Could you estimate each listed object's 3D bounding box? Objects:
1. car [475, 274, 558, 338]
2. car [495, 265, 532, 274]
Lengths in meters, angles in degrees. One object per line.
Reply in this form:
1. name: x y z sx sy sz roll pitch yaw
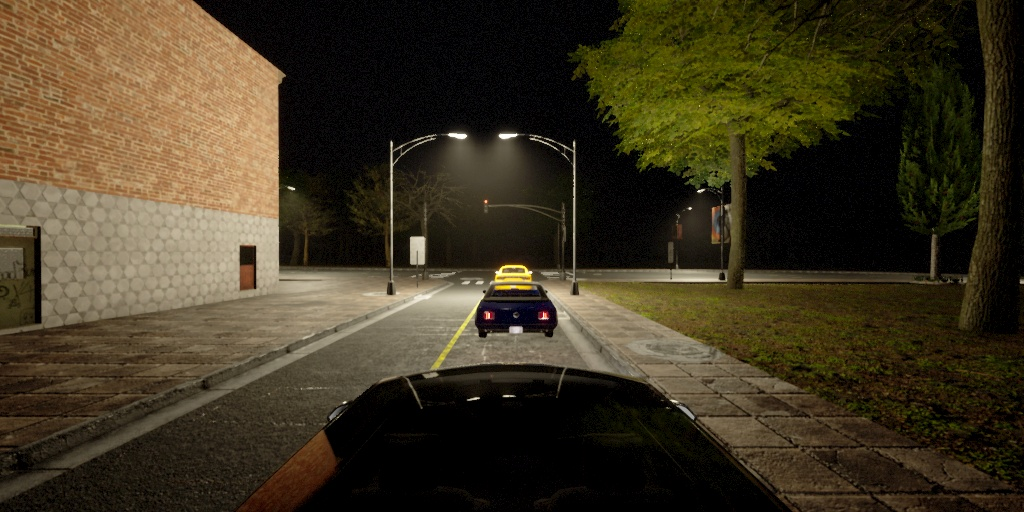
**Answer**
1. car: 0.094 1.355 10.174 1.895 1.301 4.718 0 0 0
2. car: 0.091 1.251 19.519 1.882 1.535 5.008 0 0 1
